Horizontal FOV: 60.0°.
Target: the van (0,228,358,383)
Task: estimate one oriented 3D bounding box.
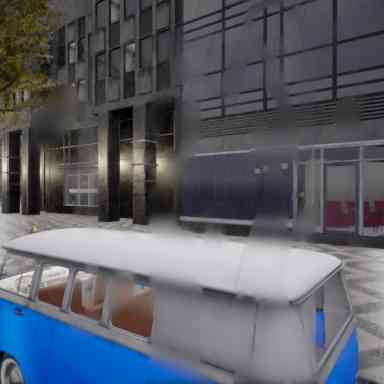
[{"bbox_3d":[-0.500,1.341,3.321,3.998,1.788,1.690,0,0,36],"label":"van"}]
